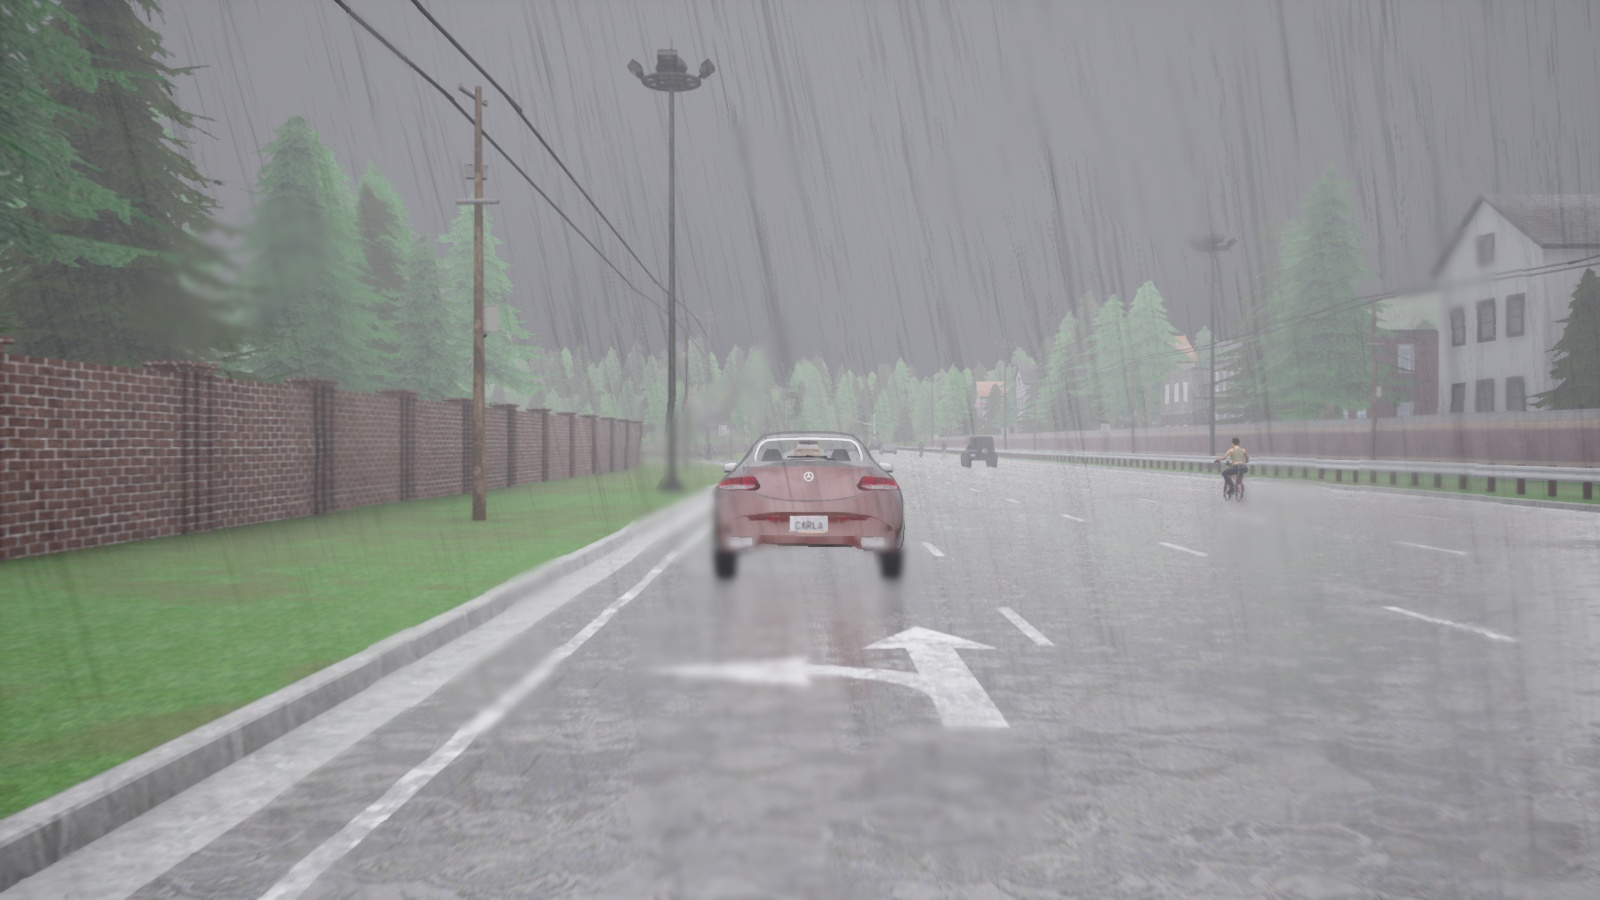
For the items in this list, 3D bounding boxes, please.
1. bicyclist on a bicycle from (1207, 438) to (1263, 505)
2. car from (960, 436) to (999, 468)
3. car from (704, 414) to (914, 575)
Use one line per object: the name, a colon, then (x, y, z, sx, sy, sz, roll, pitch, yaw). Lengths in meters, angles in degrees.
bicyclist on a bicycle: (10.687, 0.517, 30.891, 0.866, 1.612, 1.509, 0, 0, 1)
car: (10.955, 0.117, 76.879, 1.905, 1.878, 3.866, 0, 0, 0)
car: (0.104, 0.438, 15.404, 2.152, 1.651, 5.027, 0, 0, 0)
